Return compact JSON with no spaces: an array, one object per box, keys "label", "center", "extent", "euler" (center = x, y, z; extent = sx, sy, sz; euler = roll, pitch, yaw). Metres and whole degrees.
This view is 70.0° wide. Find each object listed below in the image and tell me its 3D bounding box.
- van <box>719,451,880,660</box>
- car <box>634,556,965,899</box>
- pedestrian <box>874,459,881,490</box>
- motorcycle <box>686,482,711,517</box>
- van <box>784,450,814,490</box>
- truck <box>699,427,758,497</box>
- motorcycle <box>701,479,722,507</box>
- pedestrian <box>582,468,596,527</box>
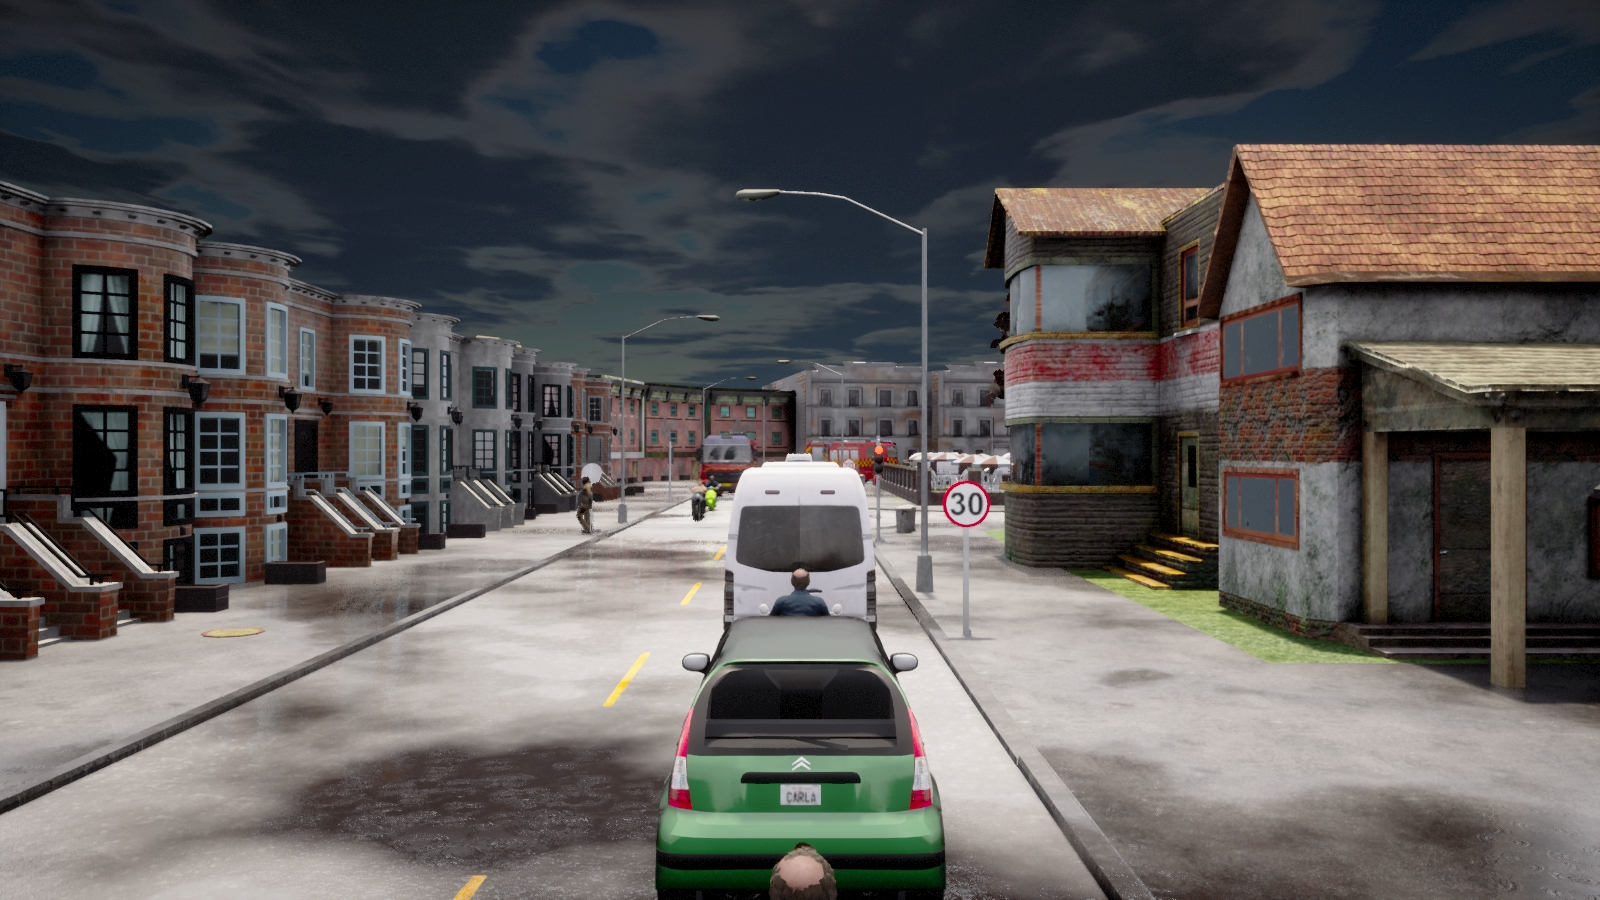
[{"label":"van","center":[-0.006,1.308,17.043],"extent":[1.988,2.561,5.915],"euler":[0,0,0]},{"label":"car","center":[-0.003,1.776,8.385],"extent":[1.851,1.617,3.988],"euler":[0,0,0]},{"label":"pedestrian","center":[4.760,1.499,70.384],"extent":[0.375,1.860,0.375],"euler":[0,0,0]},{"label":"motorcycle","center":[-4.003,1.932,45.295],"extent":[0.764,1.277,2.356],"euler":[0,0,0]},{"label":"van","center":[-0.059,1.285,76.776],"extent":[1.988,2.561,5.915],"euler":[0,0,0]},{"label":"truck","center":[-4.024,0.645,66.276],"extent":[2.891,3.827,8.468],"euler":[0,0,0]},{"label":"motorcycle","center":[-4.006,1.942,51.837],"extent":[0.856,1.236,1.805],"euler":[0,0,0]},{"label":"pedestrian","center":[-6.683,1.512,36.248],"extent":[0.375,1.860,0.375],"euler":[0,0,0]}]
